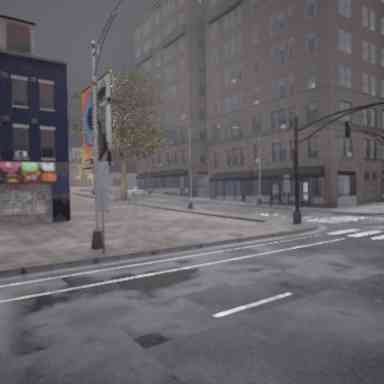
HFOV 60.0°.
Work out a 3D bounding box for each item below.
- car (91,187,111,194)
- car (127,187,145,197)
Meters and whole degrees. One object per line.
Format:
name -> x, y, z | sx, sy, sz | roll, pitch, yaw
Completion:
car -> -15.398, -0.397, 56.198 | 2.033, 1.411, 5.357 | -2, 4, -35
car -> -8.849, -0.091, 51.733 | 1.812, 1.442, 4.674 | -2, 4, -35
